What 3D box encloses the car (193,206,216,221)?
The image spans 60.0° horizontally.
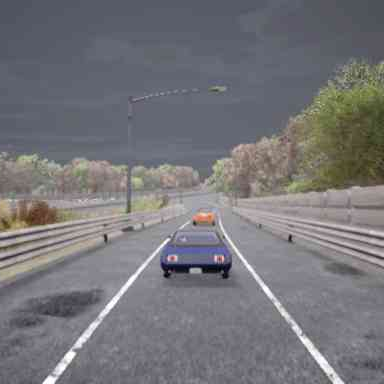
[{"bbox_3d":[1.296,2.363,33.658,2.097,1.767,4.553,0,-2,4],"label":"car"}]

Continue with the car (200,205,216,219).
[{"bbox_3d":[2.365,2.880,48.491,2.097,1.767,4.553,0,-2,5],"label":"car"}]

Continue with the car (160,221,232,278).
[{"bbox_3d":[0.152,1.824,10.827,1.895,1.301,4.718,0,-2,1],"label":"car"}]
